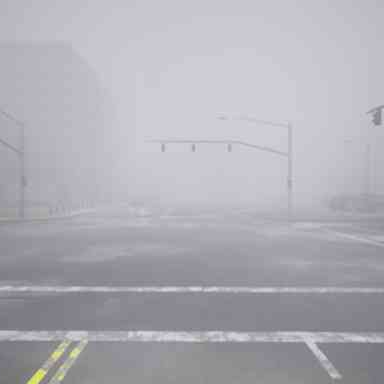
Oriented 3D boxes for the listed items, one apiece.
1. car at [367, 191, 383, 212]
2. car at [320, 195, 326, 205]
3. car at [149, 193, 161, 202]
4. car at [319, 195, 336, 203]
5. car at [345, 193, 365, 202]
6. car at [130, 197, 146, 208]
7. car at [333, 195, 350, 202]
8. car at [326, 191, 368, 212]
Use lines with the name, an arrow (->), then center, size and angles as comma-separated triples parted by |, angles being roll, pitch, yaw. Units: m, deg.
car -> 19.576, 1.150, 36.043 | 1.905, 1.878, 3.866 | 0, 0, 0
car -> 22.248, 1.386, 53.516 | 1.970, 1.475, 3.806 | 0, 0, 0
car -> -8.073, 1.192, 73.753 | 2.150, 2.045, 5.566 | 0, 0, 0
car -> 27.988, 1.383, 68.629 | 1.970, 1.475, 3.806 | 0, 0, 0
car -> 33.566, 1.141, 68.689 | 1.932, 1.855, 4.605 | 0, 0, 0
car -> -7.940, 1.528, 49.525 | 1.812, 1.442, 4.674 | 0, 0, 0
car -> 30.883, 1.352, 68.633 | 1.784, 1.438, 3.905 | 0, 0, 0
car -> 16.681, 1.147, 36.092 | 1.932, 1.855, 4.605 | 0, 0, 0
